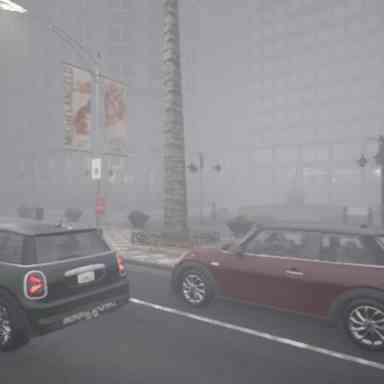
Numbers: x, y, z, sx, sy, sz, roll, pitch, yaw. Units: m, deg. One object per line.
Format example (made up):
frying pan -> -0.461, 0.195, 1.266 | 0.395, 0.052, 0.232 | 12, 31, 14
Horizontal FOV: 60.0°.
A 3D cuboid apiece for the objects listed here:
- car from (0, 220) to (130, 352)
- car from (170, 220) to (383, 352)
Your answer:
car -> -3.368, 1.348, 6.423 | 4.553, 1.767, 2.097 | 0, 0, 36
car -> 1.763, 1.353, 6.418 | 4.553, 1.767, 2.185 | 0, 0, 36
